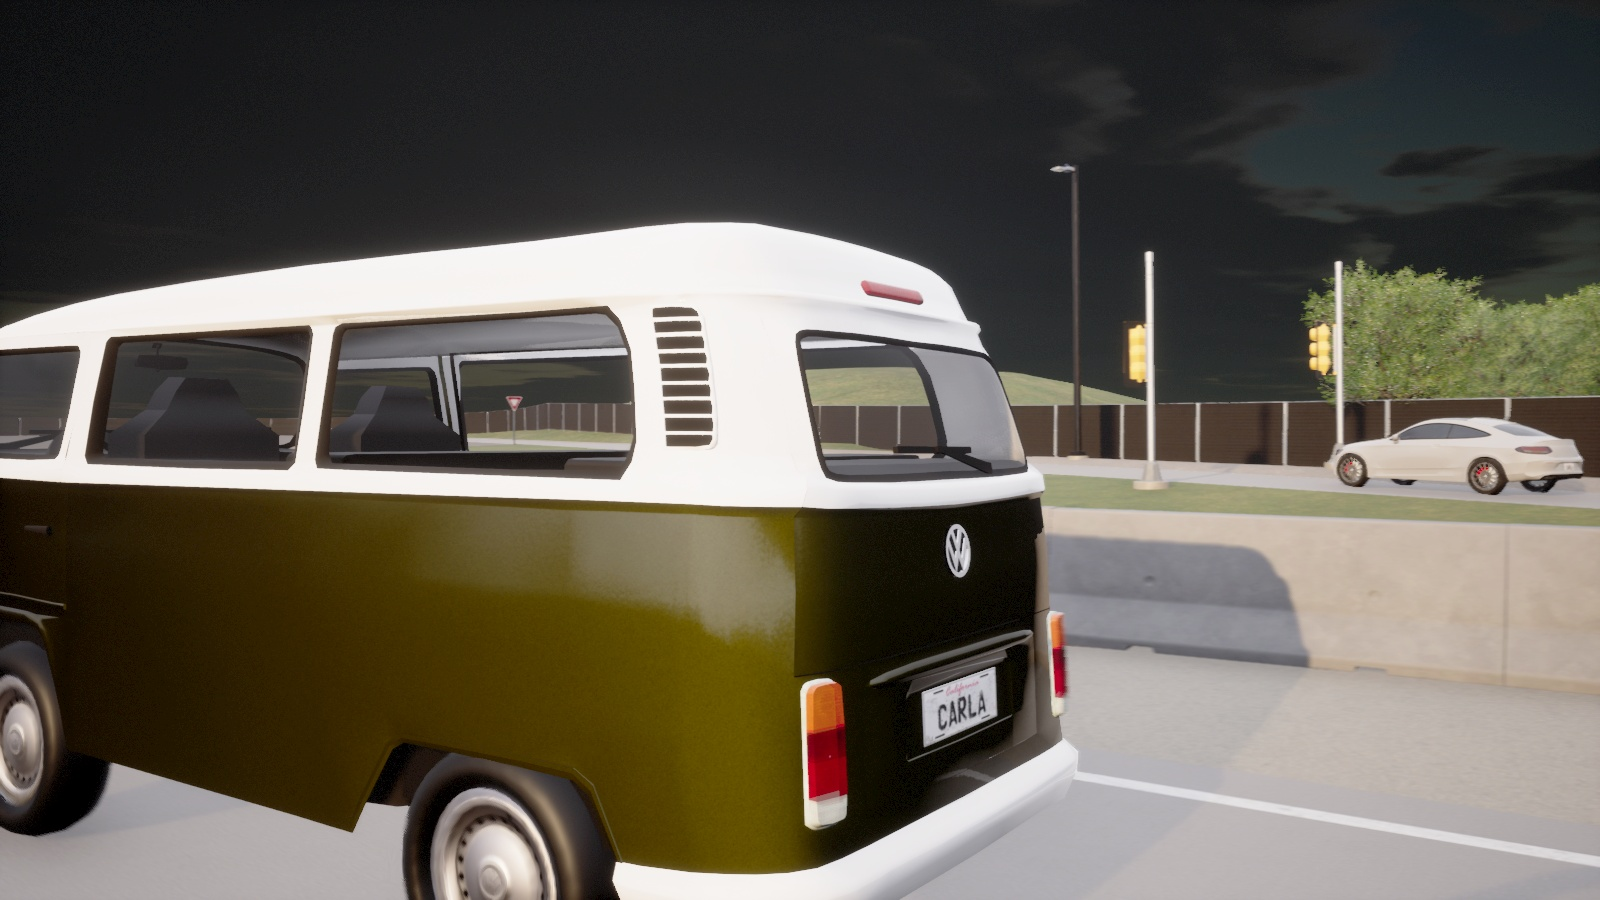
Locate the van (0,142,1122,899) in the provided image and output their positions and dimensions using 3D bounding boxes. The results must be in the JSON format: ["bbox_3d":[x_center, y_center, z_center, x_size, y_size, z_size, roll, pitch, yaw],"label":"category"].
[{"bbox_3d":[-1.377,0.407,4.533,4.480,2.038,2.069,0,1,34],"label":"van"}]

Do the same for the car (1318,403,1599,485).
[{"bbox_3d":[12.841,-0.152,24.821,1.812,1.442,4.674,-2,2,-29],"label":"car"}]
